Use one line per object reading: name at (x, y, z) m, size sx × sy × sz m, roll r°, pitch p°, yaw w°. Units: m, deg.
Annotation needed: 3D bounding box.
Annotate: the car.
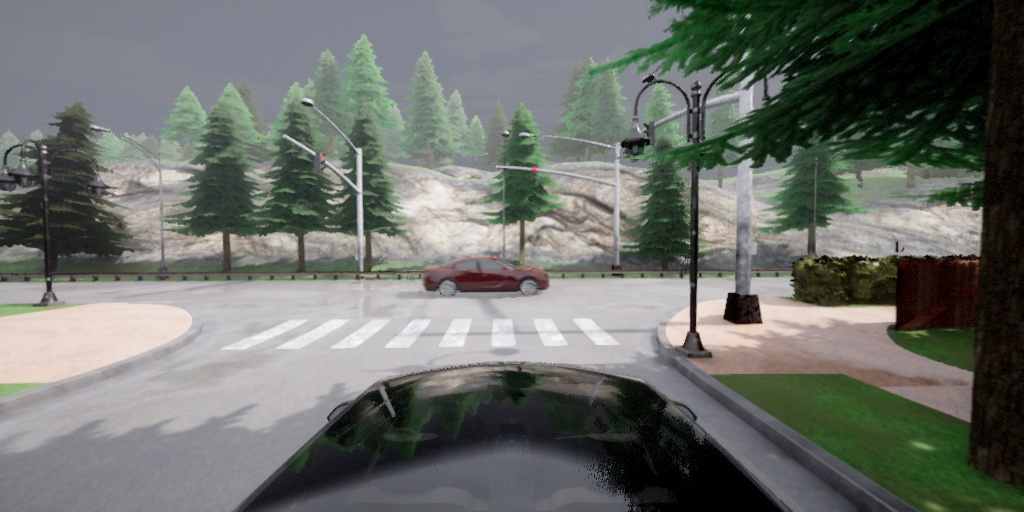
car at (-1.015, 0.755, 14.346) m, size 5.008 × 1.535 × 1.882 m, roll -1°, pitch 3°, yaw -3°
